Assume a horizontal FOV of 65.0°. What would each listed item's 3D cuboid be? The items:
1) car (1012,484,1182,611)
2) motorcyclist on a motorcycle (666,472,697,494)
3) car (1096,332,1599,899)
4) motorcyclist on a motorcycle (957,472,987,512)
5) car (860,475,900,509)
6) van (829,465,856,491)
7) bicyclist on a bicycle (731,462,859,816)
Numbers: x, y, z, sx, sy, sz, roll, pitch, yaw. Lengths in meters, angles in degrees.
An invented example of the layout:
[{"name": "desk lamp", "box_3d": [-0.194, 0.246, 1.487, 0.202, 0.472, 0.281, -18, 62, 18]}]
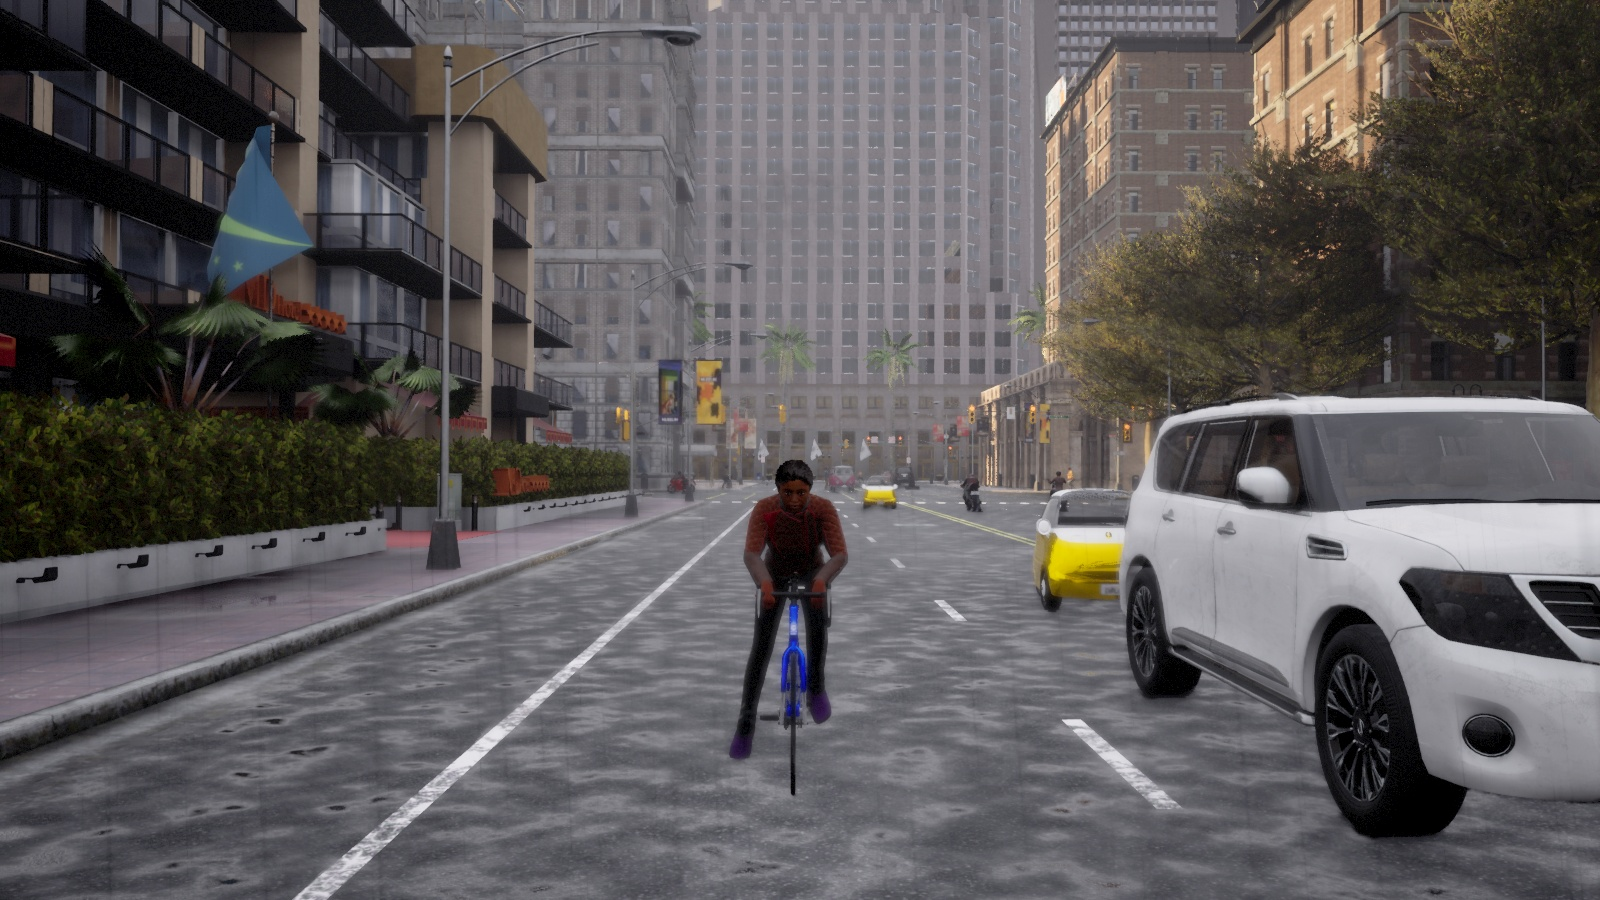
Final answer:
[{"name": "car", "box_3d": [3.445, 1.105, 14.898, 1.481, 1.376, 2.207, 0, -1, 0]}, {"name": "motorcyclist on a motorcycle", "box_3d": [-8.206, 2.286, 86.958, 2.044, 1.523, 0.797, 0, -1, -22]}, {"name": "car", "box_3d": [3.470, 0.642, 7.276, 2.150, 2.045, 5.566, 0, -1, 0]}, {"name": "motorcyclist on a motorcycle", "box_3d": [6.820, 1.657, 49.830, 0.866, 1.530, 2.191, 0, -1, 0]}, {"name": "car", "box_3d": [3.311, 1.732, 52.312, 1.481, 1.376, 2.207, 0, -1, 0]}, {"name": "van", "box_3d": [3.304, 2.200, 98.260, 1.775, 1.987, 4.442, 0, -1, -3]}, {"name": "bicyclist on a bicycle", "box_3d": [-0.026, 0.878, 6.609, 0.582, 1.620, 1.656, 0, -1, 0]}]
